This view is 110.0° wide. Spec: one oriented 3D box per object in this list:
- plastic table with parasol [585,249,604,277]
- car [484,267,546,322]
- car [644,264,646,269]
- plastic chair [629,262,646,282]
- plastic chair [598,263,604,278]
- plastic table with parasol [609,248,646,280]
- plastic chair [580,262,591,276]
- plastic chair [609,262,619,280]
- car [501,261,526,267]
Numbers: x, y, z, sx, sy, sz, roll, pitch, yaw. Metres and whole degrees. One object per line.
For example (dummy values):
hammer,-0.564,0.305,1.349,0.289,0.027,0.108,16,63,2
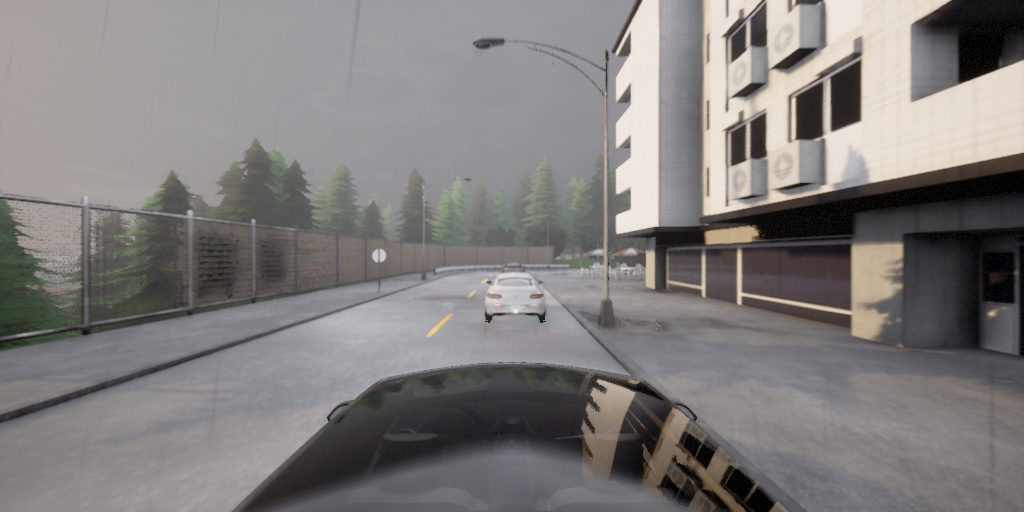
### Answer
plastic table with parasol,7.779,0.597,32.069,2.482,2.480,2.482,0,0,0
car,0.100,1.249,12.053,1.812,1.442,4.674,0,0,0
car,19.403,1.114,45.497,5.008,1.535,1.882,0,0,0
plastic chair,9.252,1.216,26.330,0.750,1.272,0.730,0,0,10
plastic chair,8.000,1.205,30.659,0.750,1.272,0.730,0,0,10
plastic table with parasol,9.241,0.608,27.760,2.482,2.480,2.482,0,0,0
plastic chair,6.509,1.177,32.278,0.730,1.272,0.750,0,0,10
plastic chair,7.761,1.212,27.949,0.730,1.272,0.750,0,0,10
car,0.128,1.170,29.707,2.128,1.511,4.902,0,0,1
